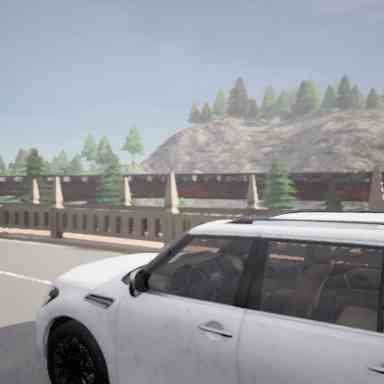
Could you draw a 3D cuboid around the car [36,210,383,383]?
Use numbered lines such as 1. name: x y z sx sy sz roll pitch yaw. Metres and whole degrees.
1. car: 0.840 1.207 3.214 5.566 2.045 2.150 0 0 34
